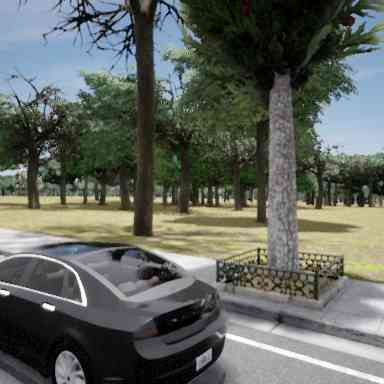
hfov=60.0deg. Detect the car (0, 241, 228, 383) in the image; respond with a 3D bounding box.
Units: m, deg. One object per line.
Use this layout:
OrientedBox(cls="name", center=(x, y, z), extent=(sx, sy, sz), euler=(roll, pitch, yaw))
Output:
OrientedBox(cls="car", center=(-1.833, 1.495, 4.911), extent=(4.892, 1.490, 1.837), euler=(0, 0, 36))
